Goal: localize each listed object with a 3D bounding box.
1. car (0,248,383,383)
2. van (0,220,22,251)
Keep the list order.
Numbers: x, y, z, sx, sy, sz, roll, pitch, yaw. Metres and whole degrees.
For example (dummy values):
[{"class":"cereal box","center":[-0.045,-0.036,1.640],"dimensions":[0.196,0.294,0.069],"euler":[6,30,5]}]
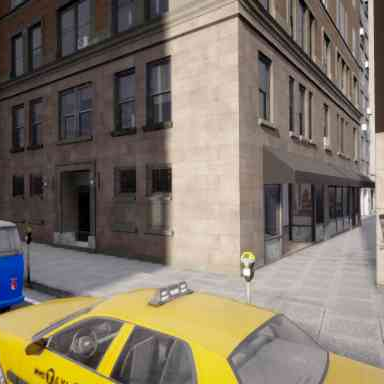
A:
[{"class":"car","center":[-0.402,1.526,3.147],"dimensions":[4.829,1.417,1.752],"euler":[0,-1,36]},{"class":"van","center":[-4.877,1.342,6.351],"dimensions":[3.998,1.788,1.690],"euler":[0,-1,36]}]
